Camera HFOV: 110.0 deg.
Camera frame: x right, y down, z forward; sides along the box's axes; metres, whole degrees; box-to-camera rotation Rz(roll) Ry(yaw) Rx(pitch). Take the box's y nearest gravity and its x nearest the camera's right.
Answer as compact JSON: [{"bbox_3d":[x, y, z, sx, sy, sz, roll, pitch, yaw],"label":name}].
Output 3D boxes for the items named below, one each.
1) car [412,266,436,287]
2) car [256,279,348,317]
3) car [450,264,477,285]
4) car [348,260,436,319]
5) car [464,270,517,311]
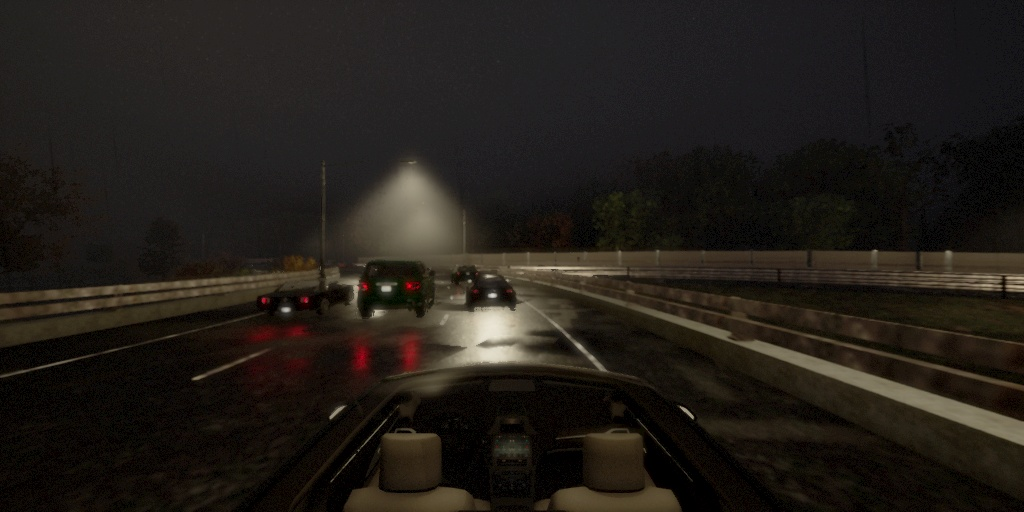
[{"bbox_3d":[-7.578,1.675,30.588,1.837,1.490,4.892,0,0,-15],"label":"car"},{"bbox_3d":[-7.846,1.551,14.252,1.895,1.301,4.718,0,-1,-7],"label":"car"},{"bbox_3d":[-4.148,1.516,31.289,2.097,1.767,4.553,0,-1,-15],"label":"car"},{"bbox_3d":[-4.292,1.157,14.035,2.150,2.045,5.566,0,0,-7],"label":"car"},{"bbox_3d":[-0.983,1.507,15.684,1.994,1.385,4.181,0,-1,-7],"label":"car"}]
